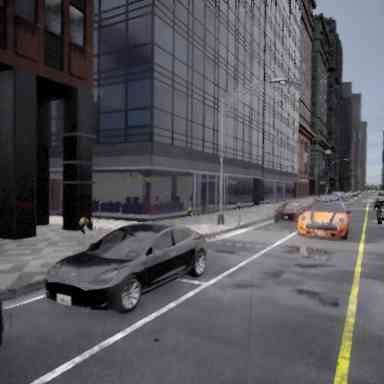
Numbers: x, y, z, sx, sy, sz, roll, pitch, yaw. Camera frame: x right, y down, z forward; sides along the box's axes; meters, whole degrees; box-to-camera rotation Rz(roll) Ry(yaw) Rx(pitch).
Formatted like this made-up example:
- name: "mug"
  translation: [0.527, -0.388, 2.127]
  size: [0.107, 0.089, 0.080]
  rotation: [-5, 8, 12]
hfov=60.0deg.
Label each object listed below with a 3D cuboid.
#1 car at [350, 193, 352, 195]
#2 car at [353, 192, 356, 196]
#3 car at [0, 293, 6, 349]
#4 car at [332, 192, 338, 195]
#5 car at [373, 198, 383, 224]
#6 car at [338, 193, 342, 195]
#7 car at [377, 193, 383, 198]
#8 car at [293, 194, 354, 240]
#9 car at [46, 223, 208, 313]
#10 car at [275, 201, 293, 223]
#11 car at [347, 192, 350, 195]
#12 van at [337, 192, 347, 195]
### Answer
- name: "car"
  translation: [28.052, 1.021, 61.809]
  size: [1.887, 1.381, 4.507]
  rotation: [1, 1, 28]
- name: "car"
  translation: [36.011, 0.811, 76.611]
  size: [1.967, 1.590, 4.097]
  rotation: [1, 1, 28]
- name: "car"
  translation: [-3.779, 1.468, 2.599]
  size: [1.947, 1.339, 4.313]
  rotation: [1, 1, 28]
- name: "car"
  translation: [14.790, 1.092, 37.137]
  size: [1.967, 1.590, 4.097]
  rotation: [1, 1, 28]
- name: "car"
  translation: [13.462, 1.397, 22.306]
  size: [2.033, 1.411, 5.357]
  rotation: [1, 1, 28]
- name: "car"
  translation: [17.441, 1.162, 42.072]
  size: [1.887, 1.381, 4.507]
  rotation: [1, 1, 28]
- name: "car"
  translation: [20.867, 1.258, 36.119]
  size: [1.837, 1.490, 4.892]
  rotation: [1, 2, 29]
- name: "car"
  translation: [6.623, 1.195, 16.297]
  size: [2.097, 1.767, 4.553]
  rotation: [1, 1, 28]
- name: "car"
  translation: [-1.127, 1.431, 7.532]
  size: [1.947, 1.339, 4.313]
  rotation: [1, 1, 28]
- name: "car"
  translation: [6.831, 1.303, 22.335]
  size: [1.887, 1.381, 4.507]
  rotation: [1, 1, 28]
- name: "car"
  translation: [25.399, 1.056, 56.875]
  size: [1.887, 1.381, 4.507]
  rotation: [1, 1, 28]
- name: "van"
  translation: [22.749, 0.888, 51.938]
  size: [1.690, 1.788, 3.998]
  rotation: [1, 1, 28]
